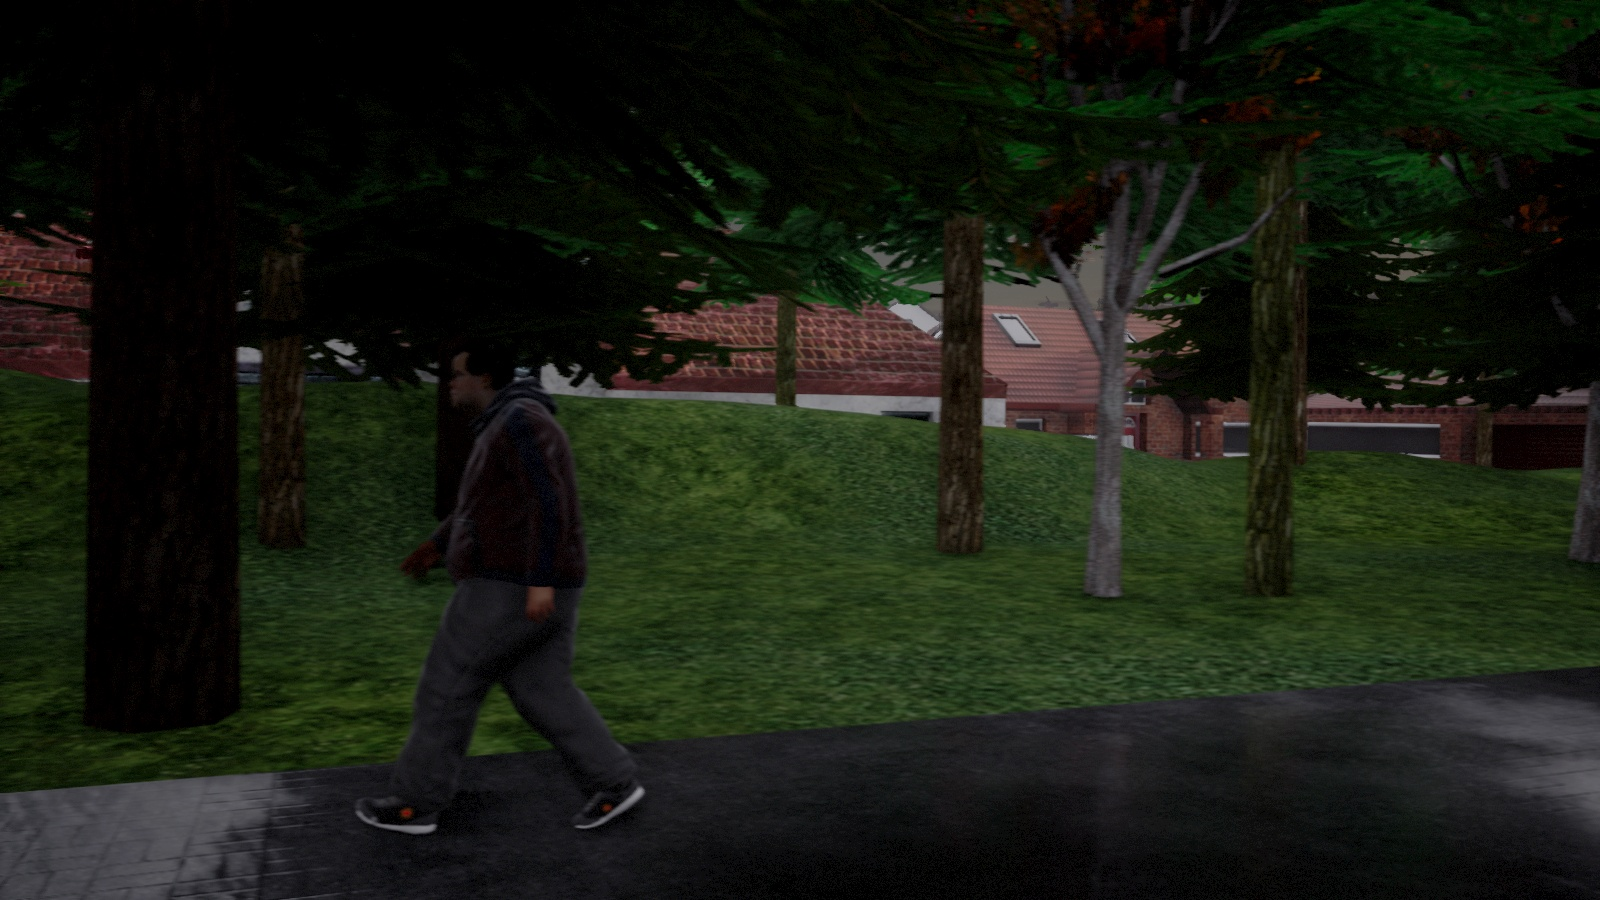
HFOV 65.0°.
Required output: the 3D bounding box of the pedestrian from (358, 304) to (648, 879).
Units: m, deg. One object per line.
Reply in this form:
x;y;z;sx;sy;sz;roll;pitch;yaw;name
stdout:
-1.023;0.447;4.424;0.899;1.844;0.634;-1;1;-12;pedestrian
